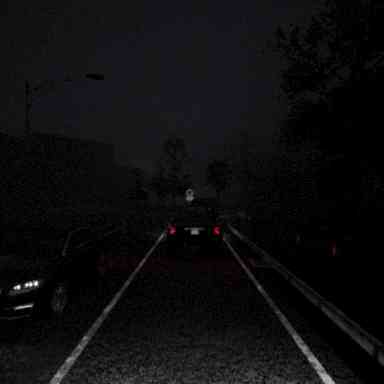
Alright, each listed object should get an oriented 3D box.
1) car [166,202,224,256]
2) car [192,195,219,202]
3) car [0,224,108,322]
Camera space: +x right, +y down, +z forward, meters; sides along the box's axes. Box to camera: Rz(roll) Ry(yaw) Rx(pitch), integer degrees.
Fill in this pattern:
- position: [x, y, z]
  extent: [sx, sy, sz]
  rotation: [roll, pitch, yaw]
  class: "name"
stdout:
- position: [0.100, 1.458, 13.802]
  extent: [2.097, 1.767, 4.553]
  rotation: [0, -1, 0]
  class: "car"
- position: [1.193, 1.492, 29.706]
  extent: [2.150, 2.045, 5.566]
  rotation: [0, 0, 10]
  class: "car"
- position: [-3.298, 1.530, 7.533]
  extent: [2.128, 1.511, 4.902]
  rotation: [0, -1, 0]
  class: "car"
